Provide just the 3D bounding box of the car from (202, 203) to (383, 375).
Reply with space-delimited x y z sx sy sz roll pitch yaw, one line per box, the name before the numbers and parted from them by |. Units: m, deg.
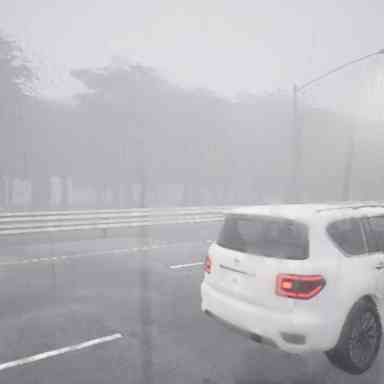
car | 2.752 1.223 5.834 5.566 2.045 2.150 0 0 -35
